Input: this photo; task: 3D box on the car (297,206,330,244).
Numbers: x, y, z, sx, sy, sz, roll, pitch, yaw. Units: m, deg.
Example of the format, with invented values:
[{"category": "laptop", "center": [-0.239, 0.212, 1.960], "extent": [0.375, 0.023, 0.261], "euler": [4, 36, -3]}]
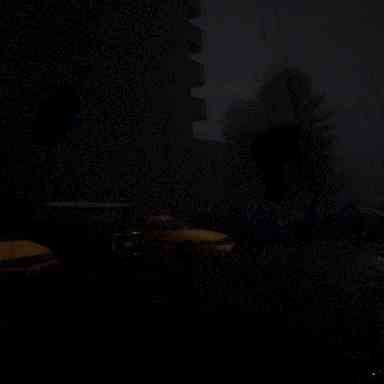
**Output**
[{"category": "car", "center": [3.770, 1.641, 16.244], "extent": [4.892, 1.521, 2.231], "euler": [-1, -1, 35]}]

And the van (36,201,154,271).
[{"category": "van", "center": [-3.655, 1.309, 11.097], "extent": [4.442, 1.987, 1.878], "euler": [-1, -1, 35]}]

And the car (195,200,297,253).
[{"category": "car", "center": [1.294, 1.354, 14.530], "extent": [5.566, 2.045, 2.435], "euler": [-1, -1, 35]}]

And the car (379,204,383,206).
[{"category": "car", "center": [11.187, 1.750, 21.411], "extent": [4.892, 1.521, 2.231], "euler": [-1, -2, 35]}]

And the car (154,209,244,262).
[{"category": "car", "center": [-0.966, 1.564, 12.667], "extent": [5.366, 1.575, 1.946], "euler": [-1, -2, 35]}]

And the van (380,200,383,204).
[{"category": "van", "center": [16.057, 1.596, 24.863], "extent": [4.442, 1.987, 1.878], "euler": [-1, -1, 36]}]

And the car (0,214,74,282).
[{"category": "car", "center": [-5.843, 1.499, 9.184], "extent": [5.366, 1.575, 1.946], "euler": [-1, -1, 35]}]

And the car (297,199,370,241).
[{"category": "car", "center": [6.214, 1.426, 17.996], "extent": [5.566, 2.045, 2.435], "euler": [-1, -1, 35]}]

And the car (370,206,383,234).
[{"category": "car", "center": [8.691, 1.742, 19.709], "extent": [4.792, 1.488, 2.163], "euler": [-1, -1, 35]}]
